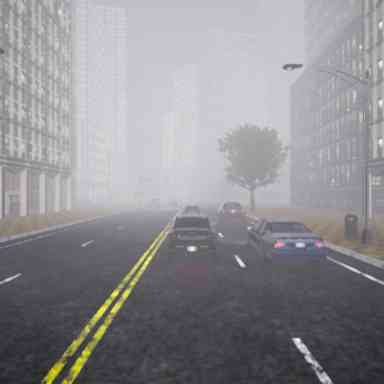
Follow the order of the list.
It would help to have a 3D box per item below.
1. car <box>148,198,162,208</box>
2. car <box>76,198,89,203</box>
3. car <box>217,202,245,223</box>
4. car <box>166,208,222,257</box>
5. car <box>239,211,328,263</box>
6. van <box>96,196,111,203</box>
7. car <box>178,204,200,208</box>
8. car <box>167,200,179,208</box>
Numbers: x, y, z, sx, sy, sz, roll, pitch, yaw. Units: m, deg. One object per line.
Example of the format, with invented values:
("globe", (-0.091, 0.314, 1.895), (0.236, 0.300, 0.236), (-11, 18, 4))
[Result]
("car", (-6.567, 1.872, 59.194), (2.097, 1.767, 4.553), (0, 0, 0))
("car", (-28.206, 2.094, 84.377), (4.507, 1.381, 1.887), (0, 0, 1))
("car", (3.264, 1.617, 28.396), (2.097, 1.767, 4.553), (0, -1, 0))
("car", (0.016, 1.636, 13.483), (1.837, 1.490, 4.892), (0, 0, 0))
("car", (3.256, 1.668, 12.513), (2.033, 1.411, 5.357), (0, -1, 0))
("van", (-22.667, 1.916, 84.332), (3.998, 1.788, 1.690), (0, 0, 1))
("car", (0.017, 1.795, 28.878), (1.812, 1.442, 4.674), (0, 0, 0))
("car", (-3.325, 2.078, 58.381), (1.994, 1.385, 4.181), (0, 0, 0))
